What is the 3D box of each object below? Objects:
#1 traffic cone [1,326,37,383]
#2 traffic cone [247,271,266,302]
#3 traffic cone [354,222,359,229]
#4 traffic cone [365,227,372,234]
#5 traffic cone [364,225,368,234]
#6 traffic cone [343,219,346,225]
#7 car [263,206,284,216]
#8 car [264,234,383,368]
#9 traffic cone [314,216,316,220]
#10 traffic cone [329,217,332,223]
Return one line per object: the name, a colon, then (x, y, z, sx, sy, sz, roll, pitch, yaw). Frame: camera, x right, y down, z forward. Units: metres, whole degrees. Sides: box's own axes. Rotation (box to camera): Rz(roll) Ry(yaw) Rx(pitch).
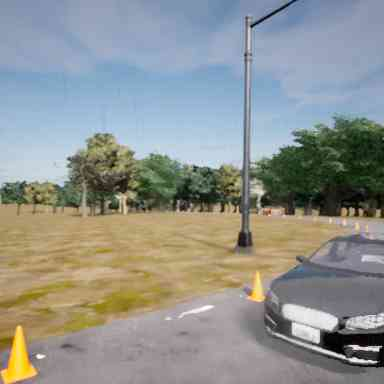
traffic cone: (-2.146, 1.961, 4.130, 0.340, 0.580, 0.340, 1, 0, -38)
traffic cone: (1.423, 2.016, 7.218, 0.340, 0.580, 0.340, 1, -1, -44)
traffic cone: (13.494, 2.719, 27.175, 0.340, 0.580, 0.340, 1, -2, 16)
traffic cone: (9.939, 2.382, 18.457, 0.340, 0.580, 0.340, 1, -2, 28)
traffic cone: (11.945, 2.552, 22.724, 0.340, 0.580, 0.340, 1, -2, 22)
traffic cone: (14.571, 2.880, 31.765, 0.340, 0.580, 0.340, 1, -2, 10)
car: (14.308, 3.333, 58.585, 2.097, 1.767, 4.553, 1, -3, -16)
car: (3.173, 1.563, 5.967, 2.128, 1.511, 4.902, 0, -1, 45)
traffic cone: (15.264, 3.215, 41.157, 0.340, 0.580, 0.340, 1, -2, -2)
traffic cone: (15.163, 3.043, 36.443, 0.340, 0.580, 0.340, 1, -2, 4)
